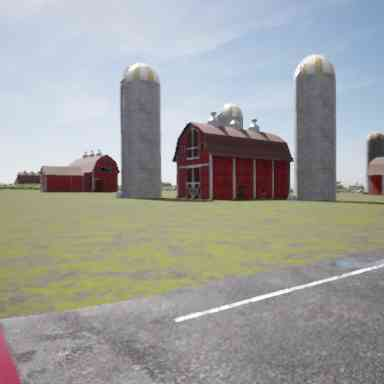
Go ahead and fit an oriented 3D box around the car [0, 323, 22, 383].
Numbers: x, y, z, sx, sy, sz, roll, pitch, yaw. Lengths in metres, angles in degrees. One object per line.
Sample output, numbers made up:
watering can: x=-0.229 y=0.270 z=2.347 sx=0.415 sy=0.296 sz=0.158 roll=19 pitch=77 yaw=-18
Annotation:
car: x=-3.431 y=1.600 z=1.546 sx=4.718 sy=1.301 sz=1.895 roll=0 pitch=0 yaw=-35
